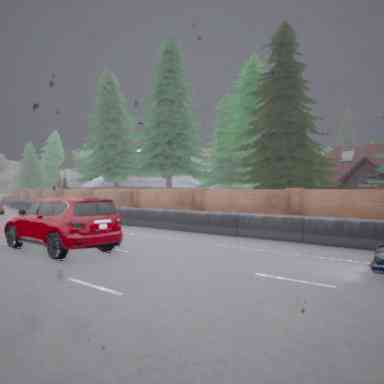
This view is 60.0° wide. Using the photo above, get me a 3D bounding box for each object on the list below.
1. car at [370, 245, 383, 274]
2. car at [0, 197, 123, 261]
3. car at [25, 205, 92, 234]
[{"bbox_3d":[7.124,1.575,7.533,5.357,1.411,2.033,0,0,35],"label":"car"},{"bbox_3d":[-4.922,1.193,12.492,5.566,2.045,2.150,0,0,40],"label":"car"},{"bbox_3d":[-8.111,1.554,20.017,4.718,1.301,1.895,0,0,43],"label":"car"}]
